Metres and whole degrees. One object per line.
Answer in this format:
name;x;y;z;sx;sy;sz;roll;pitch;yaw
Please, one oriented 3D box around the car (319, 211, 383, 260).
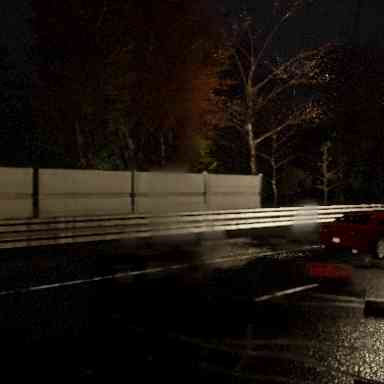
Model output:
car;6.905;1.451;12.452;5.008;1.535;1.882;0;0;-33
